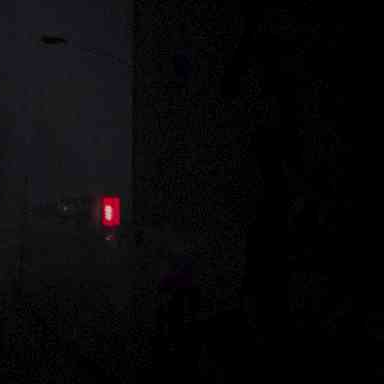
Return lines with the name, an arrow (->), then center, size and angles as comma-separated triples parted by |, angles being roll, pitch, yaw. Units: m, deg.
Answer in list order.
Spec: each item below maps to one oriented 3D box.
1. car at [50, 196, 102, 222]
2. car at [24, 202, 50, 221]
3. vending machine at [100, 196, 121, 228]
car -> -9.052, 1.370, 28.465 | 2.150, 2.045, 5.566 | 0, -1, 18
car -> -12.346, 1.617, 29.232 | 1.882, 1.535, 5.008 | 0, -1, 15
vending machine -> -5.547, 1.323, 22.712 | 1.100, 2.100, 0.880 | 0, 0, 6
